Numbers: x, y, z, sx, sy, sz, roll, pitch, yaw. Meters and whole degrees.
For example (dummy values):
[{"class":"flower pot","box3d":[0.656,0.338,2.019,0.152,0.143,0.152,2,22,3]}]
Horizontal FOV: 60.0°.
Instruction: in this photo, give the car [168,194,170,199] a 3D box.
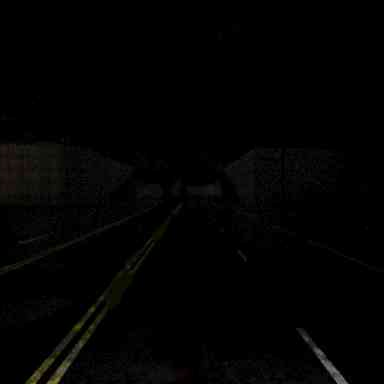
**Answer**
[{"class":"car","box3d":[-7.019,1.053,87.544,2.097,1.767,4.553,0,0,0]}]

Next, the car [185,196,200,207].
[{"class":"car","box3d":[0.088,1.340,47.863,1.837,1.490,4.892,0,0,0]}]

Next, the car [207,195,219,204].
[{"class":"car","box3d":[3.589,1.296,56.973,2.128,1.511,4.902,0,0,0]}]

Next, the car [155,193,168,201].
[{"class":"car","box3d":[-7.016,1.228,72.756,1.882,1.535,5.008,0,0,0]}]
